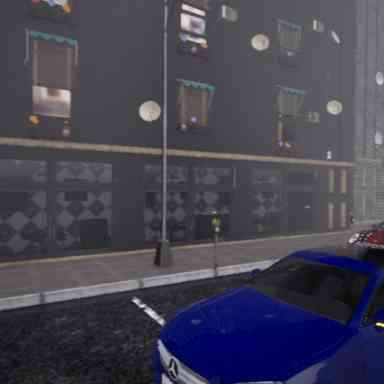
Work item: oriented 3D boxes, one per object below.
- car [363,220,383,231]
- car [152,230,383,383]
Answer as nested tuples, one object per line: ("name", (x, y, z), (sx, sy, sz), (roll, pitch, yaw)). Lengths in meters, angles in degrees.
("car", (6.383, 1.335, 9.658), (4.097, 1.590, 1.967), (0, 1, -31))
("car", (1.814, 1.470, 4.100), (4.674, 1.442, 1.812), (0, 1, -31))
